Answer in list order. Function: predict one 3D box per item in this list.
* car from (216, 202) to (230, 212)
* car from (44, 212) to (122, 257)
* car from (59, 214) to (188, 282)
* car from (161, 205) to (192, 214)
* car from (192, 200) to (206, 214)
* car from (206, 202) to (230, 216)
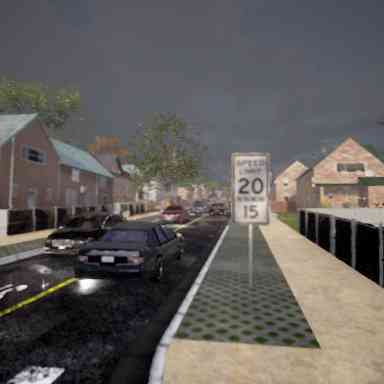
[{"bbox_3d":[4.719,2.271,50.108,1.895,1.301,4.718,0,-1,9],"label":"car"},{"bbox_3d":[-3.877,1.599,13.230,1.837,1.490,4.892,0,-1,9],"label":"car"},{"bbox_3d":[-1.506,1.594,9.919,2.033,1.411,5.357,0,-1,9],"label":"car"},{"bbox_3d":[-1.472,1.865,28.713,1.812,1.442,4.674,0,-1,9],"label":"car"},{"bbox_3d":[1.114,1.938,44.855,2.097,1.767,4.553,0,-1,9],"label":"car"},{"bbox_3d":[3.161,1.993,39.776,1.882,1.535,5.008,0,-1,9],"label":"car"}]
